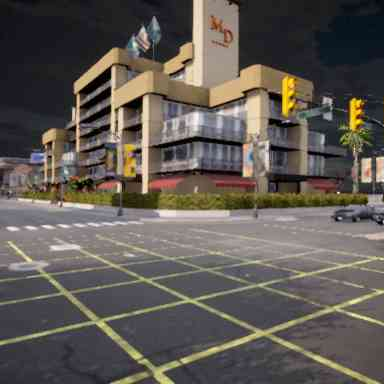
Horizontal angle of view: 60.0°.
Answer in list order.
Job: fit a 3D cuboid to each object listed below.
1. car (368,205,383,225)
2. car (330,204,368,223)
[{"bbox_3d":[15.859,1.736,25.123,5.357,1.411,2.033,0,0,-35],"label":"car"},{"bbox_3d":[13.964,1.737,28.071,5.357,1.411,2.033,0,0,-35],"label":"car"}]
